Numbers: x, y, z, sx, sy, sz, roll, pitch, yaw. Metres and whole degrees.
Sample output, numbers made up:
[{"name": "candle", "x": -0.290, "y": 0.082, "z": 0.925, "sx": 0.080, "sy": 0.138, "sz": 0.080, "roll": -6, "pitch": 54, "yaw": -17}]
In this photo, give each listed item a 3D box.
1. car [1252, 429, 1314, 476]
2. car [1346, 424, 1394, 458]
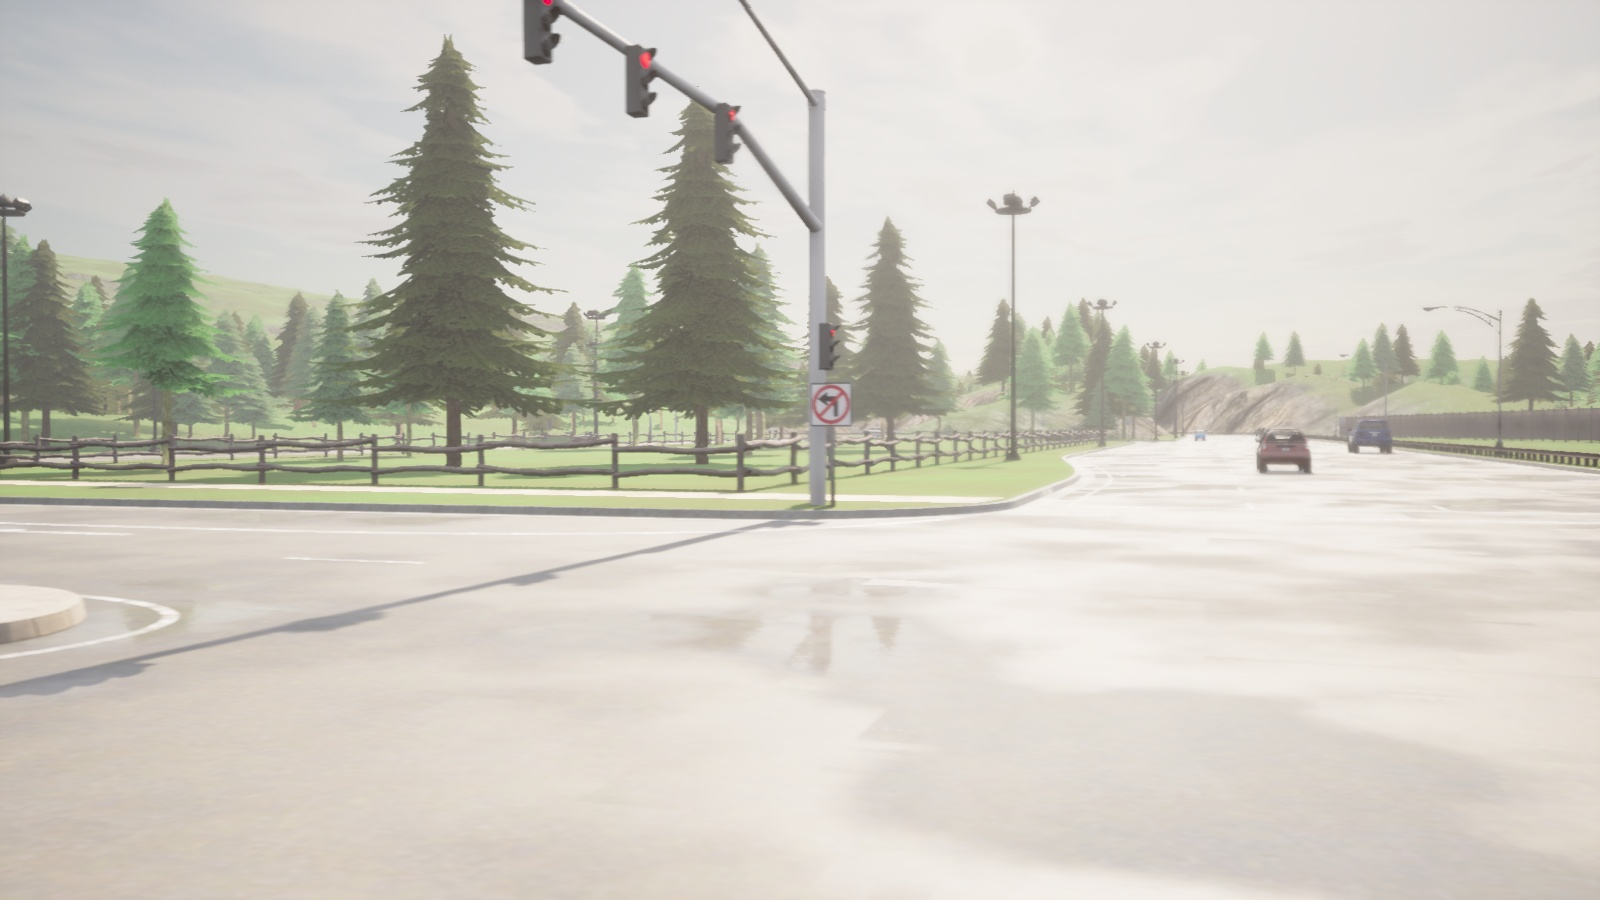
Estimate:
[{"name": "car", "x": 17.421, "y": 0.063, "z": 45.444, "sx": 1.851, "sy": 1.617, "sz": 3.988, "roll": 1, "pitch": 1, "yaw": 18}, {"name": "car", "x": 35.387, "y": -0.572, "z": 78.070, "sx": 2.150, "sy": 2.045, "sz": 5.566, "roll": 1, "pitch": 1, "yaw": 18}]
